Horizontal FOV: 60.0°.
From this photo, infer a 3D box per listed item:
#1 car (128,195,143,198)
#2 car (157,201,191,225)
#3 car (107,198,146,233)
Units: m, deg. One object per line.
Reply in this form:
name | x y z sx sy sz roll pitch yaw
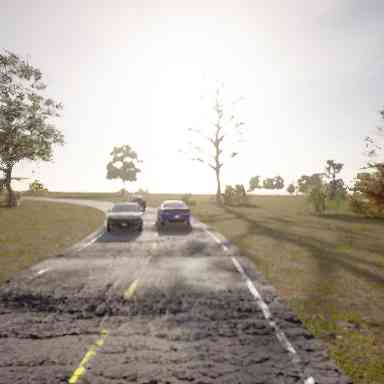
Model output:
car | -7.116 1.186 41.375 1.837 1.490 4.892 0 0 -24
car | -1.323 1.329 22.657 1.882 1.535 5.008 0 0 -10
car | -3.754 1.349 19.182 1.882 1.535 5.008 0 0 -8
